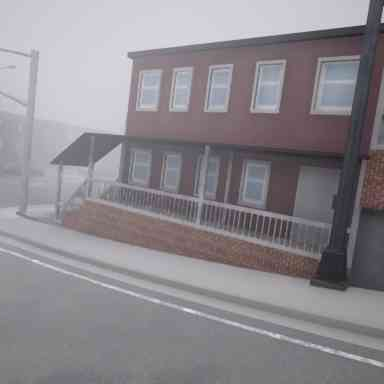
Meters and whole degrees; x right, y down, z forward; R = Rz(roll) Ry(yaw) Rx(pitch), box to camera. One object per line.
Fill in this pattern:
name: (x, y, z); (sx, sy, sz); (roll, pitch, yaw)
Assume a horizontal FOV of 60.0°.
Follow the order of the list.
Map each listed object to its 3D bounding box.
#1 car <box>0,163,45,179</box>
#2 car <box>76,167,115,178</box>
car: (-17.339, -2.150, 32.685); (2.033, 1.411, 5.357); (11, 6, 35)
car: (-12.813, -2.676, 44.897); (2.033, 1.411, 5.357); (11, 6, 35)
